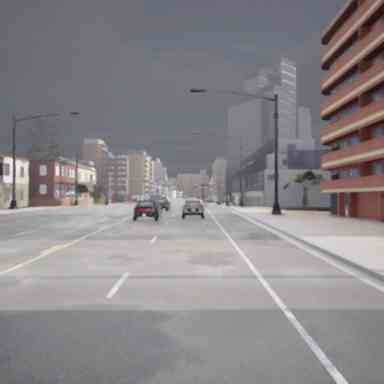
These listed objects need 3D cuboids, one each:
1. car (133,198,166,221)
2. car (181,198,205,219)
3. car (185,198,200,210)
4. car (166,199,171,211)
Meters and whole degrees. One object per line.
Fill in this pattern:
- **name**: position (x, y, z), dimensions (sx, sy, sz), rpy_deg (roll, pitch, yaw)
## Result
- **car**: position (-3.416, 1.373, 26.154), dimensions (1.837, 1.490, 4.892), rpy_deg (0, 1, 0)
- **car**: position (0.094, 1.409, 27.917), dimensions (2.033, 1.411, 5.357), rpy_deg (0, 0, 0)
- **car**: position (0.087, 1.433, 40.962), dimensions (1.812, 1.442, 4.674), rpy_deg (0, -1, 0)
- **car**: position (-3.439, 1.417, 37.892), dimensions (2.033, 1.411, 5.357), rpy_deg (0, -1, 1)
